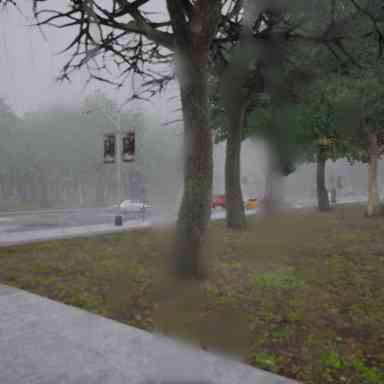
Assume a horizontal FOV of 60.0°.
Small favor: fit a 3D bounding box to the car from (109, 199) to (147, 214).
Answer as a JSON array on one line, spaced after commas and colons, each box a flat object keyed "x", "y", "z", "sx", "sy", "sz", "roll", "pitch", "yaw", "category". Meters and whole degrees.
[{"x": -6.957, "y": 1.549, "z": 36.392, "sx": 1.812, "sy": 1.442, "sz": 4.674, "roll": 0, "pitch": 0, "yaw": 35, "category": "car"}]

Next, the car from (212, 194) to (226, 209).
[{"x": 4.635, "y": 1.278, "z": 46.828, "sx": 2.150, "sy": 2.045, "sz": 5.566, "roll": 0, "pitch": 0, "yaw": 36, "category": "car"}]

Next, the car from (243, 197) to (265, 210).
[{"x": 7.633, "y": 1.541, "z": 45.425, "sx": 1.882, "sy": 1.535, "sz": 5.008, "roll": 0, "pitch": 0, "yaw": 36, "category": "car"}]

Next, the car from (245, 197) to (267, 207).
[{"x": 10.711, "y": 1.581, "z": 55.422, "sx": 1.837, "sy": 1.490, "sz": 4.892, "roll": 0, "pitch": 0, "yaw": 36, "category": "car"}]

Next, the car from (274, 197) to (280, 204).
[{"x": 13.424, "y": 1.560, "z": 53.626, "sx": 1.882, "sy": 1.535, "sz": 5.008, "roll": 0, "pitch": 0, "yaw": 36, "category": "car"}]
